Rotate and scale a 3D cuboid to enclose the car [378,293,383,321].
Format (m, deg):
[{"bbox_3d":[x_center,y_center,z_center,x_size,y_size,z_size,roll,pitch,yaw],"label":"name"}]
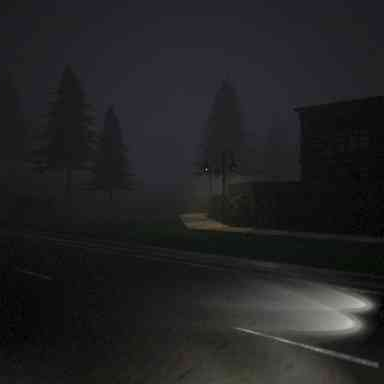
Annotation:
[{"bbox_3d":[5.543,1.548,4.326,5.357,1.411,2.033,0,0,36],"label":"car"}]
